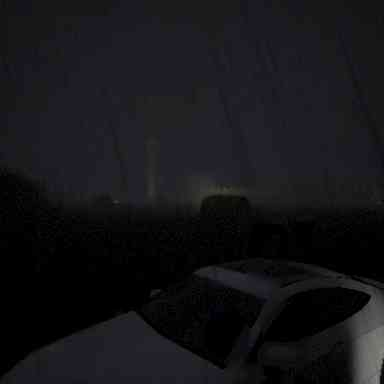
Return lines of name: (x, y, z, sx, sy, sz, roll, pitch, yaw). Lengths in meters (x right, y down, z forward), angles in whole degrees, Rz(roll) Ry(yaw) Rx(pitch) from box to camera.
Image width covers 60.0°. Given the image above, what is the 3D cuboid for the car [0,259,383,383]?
car: (0.553, 1.524, 3.445, 4.674, 1.442, 1.812, 0, 0, -35)
